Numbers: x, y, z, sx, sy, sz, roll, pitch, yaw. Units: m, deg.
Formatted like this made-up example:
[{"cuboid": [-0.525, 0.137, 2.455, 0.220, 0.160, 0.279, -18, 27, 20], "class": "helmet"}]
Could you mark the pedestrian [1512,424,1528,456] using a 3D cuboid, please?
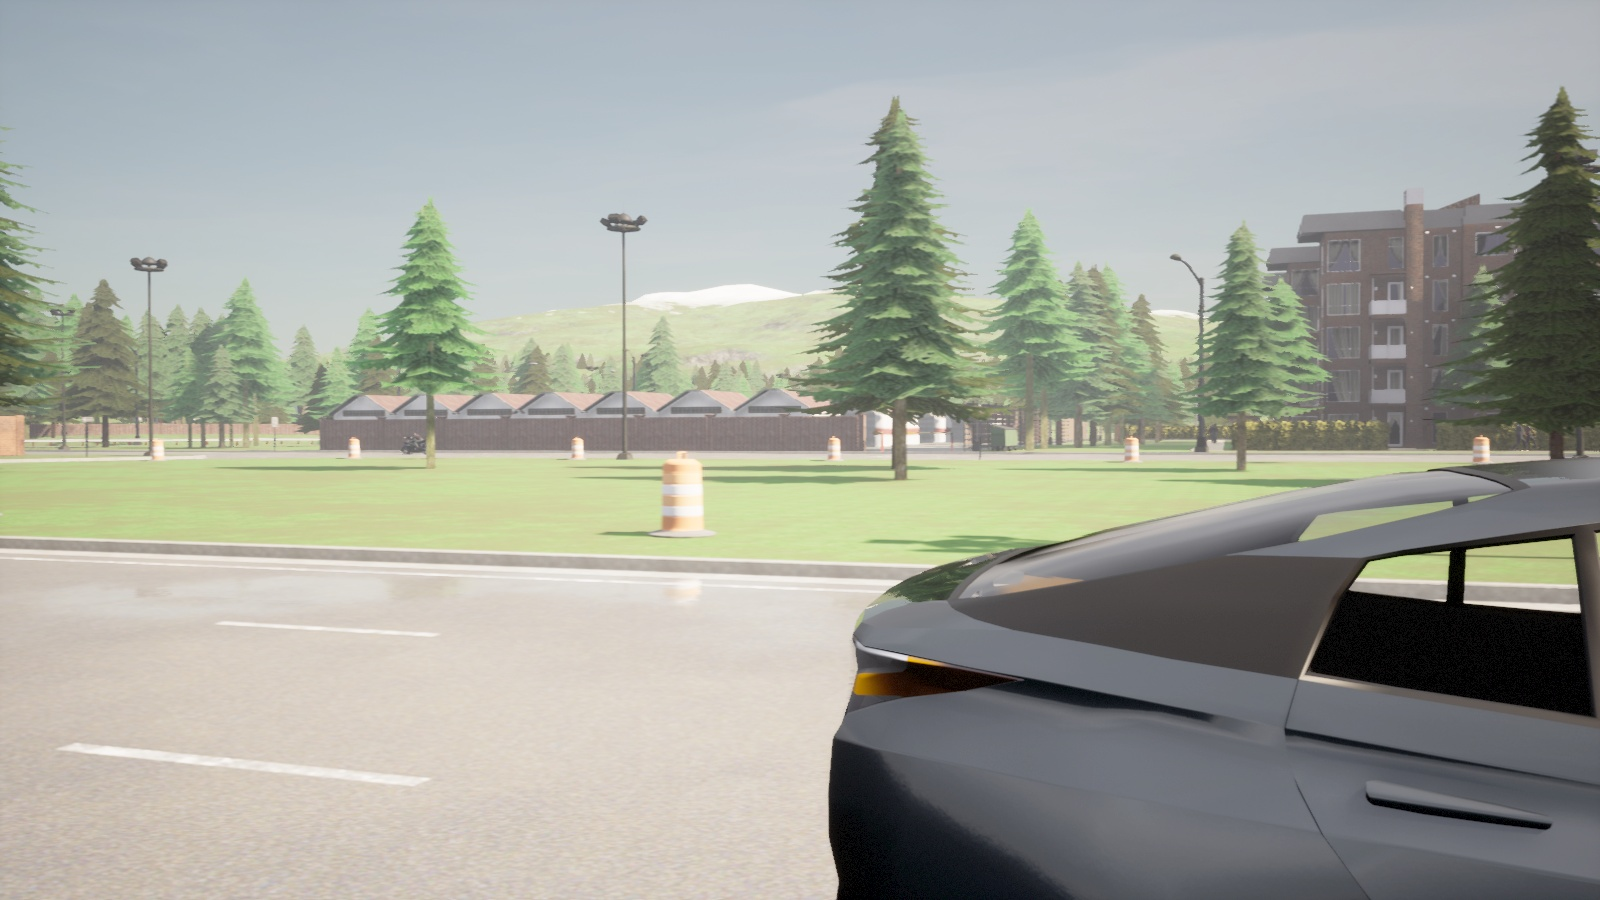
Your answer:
[{"cuboid": [41.872, -0.556, 73.008, 0.694, 1.848, 0.540, 1, 1, 19], "class": "pedestrian"}]

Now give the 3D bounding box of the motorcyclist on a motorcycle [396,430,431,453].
[{"cuboid": [-25.968, -0.588, 84.410, 2.191, 1.530, 0.866, 1, 1, 19], "class": "motorcyclist on a motorcycle"}]

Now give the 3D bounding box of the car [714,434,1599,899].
[{"cuboid": [2.310, 0.743, 2.415, 4.514, 1.525, 2.007, 1, 1, 19], "class": "car"}]
